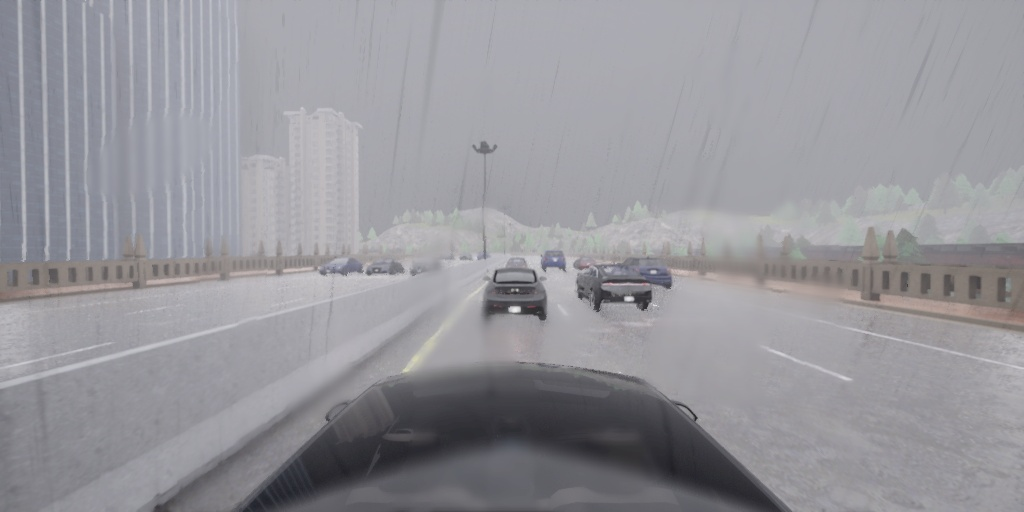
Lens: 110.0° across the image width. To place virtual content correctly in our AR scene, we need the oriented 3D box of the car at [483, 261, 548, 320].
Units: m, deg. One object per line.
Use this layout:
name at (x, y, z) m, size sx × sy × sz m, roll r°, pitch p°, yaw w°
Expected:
car at (0.098, 1.099, 11.837) m, size 1.837 × 1.490 × 4.892 m, roll 0°, pitch 1°, yaw 0°

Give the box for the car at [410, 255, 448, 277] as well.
car at (-6.821, 0.848, 29.208) m, size 1.812 × 1.442 × 4.674 m, roll 0°, pitch 1°, yaw 2°

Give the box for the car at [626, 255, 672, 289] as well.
car at (7.191, 0.813, 20.263) m, size 2.097 × 1.767 × 4.553 m, roll 0°, pitch 1°, yaw 1°

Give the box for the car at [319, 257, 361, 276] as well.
car at (-13.818, 0.845, 29.394) m, size 1.812 × 1.442 × 4.674 m, roll 0°, pitch 1°, yaw 2°

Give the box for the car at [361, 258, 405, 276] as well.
car at (-10.314, 0.883, 29.442) m, size 1.994 × 1.385 × 4.181 m, roll 0°, pitch 1°, yaw 2°

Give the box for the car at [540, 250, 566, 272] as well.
car at (4.071, 0.441, 35.818) m, size 2.150 × 2.045 × 5.566 m, roll 0°, pitch 1°, yaw 2°

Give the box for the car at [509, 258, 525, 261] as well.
car at (0.444, 0.836, 31.411) m, size 2.033 × 1.411 × 5.357 m, roll 0°, pitch 1°, yaw 2°

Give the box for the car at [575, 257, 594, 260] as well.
car at (7.620, 0.758, 37.441) m, size 1.994 × 1.385 × 4.181 m, roll 0°, pitch 1°, yaw 2°

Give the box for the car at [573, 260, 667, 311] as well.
car at (3.608, 1.059, 13.410) m, size 2.128 × 1.511 × 4.902 m, roll 0°, pitch 1°, yaw 0°
